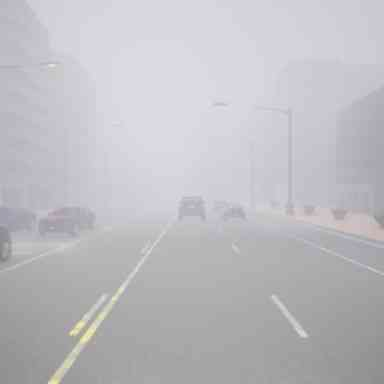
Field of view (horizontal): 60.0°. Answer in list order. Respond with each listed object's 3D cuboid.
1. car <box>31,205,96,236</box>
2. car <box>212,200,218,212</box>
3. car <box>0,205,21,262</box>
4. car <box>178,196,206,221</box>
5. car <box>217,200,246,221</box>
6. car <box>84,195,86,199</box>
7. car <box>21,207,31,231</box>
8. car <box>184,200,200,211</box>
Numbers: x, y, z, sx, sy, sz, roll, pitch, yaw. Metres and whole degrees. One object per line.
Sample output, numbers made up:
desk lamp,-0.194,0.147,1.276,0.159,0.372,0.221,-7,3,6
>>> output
car,-7.055,1.552,19.282,1.882,1.535,5.008,0,0,0
car,3.524,1.728,41.058,2.033,1.411,5.357,0,0,1
car,-7.059,1.375,9.240,2.097,1.767,4.553,0,0,0
car,0.001,1.339,28.231,2.150,2.045,5.566,0,0,0
car,3.503,1.642,28.737,1.812,1.442,4.674,0,0,0
car,-25.982,0.951,77.016,1.970,1.475,3.806,0,2,0
car,-10.553,1.550,18.646,1.882,1.535,5.008,0,0,0
car,0.052,1.762,43.949,1.994,1.385,4.181,0,0,0
